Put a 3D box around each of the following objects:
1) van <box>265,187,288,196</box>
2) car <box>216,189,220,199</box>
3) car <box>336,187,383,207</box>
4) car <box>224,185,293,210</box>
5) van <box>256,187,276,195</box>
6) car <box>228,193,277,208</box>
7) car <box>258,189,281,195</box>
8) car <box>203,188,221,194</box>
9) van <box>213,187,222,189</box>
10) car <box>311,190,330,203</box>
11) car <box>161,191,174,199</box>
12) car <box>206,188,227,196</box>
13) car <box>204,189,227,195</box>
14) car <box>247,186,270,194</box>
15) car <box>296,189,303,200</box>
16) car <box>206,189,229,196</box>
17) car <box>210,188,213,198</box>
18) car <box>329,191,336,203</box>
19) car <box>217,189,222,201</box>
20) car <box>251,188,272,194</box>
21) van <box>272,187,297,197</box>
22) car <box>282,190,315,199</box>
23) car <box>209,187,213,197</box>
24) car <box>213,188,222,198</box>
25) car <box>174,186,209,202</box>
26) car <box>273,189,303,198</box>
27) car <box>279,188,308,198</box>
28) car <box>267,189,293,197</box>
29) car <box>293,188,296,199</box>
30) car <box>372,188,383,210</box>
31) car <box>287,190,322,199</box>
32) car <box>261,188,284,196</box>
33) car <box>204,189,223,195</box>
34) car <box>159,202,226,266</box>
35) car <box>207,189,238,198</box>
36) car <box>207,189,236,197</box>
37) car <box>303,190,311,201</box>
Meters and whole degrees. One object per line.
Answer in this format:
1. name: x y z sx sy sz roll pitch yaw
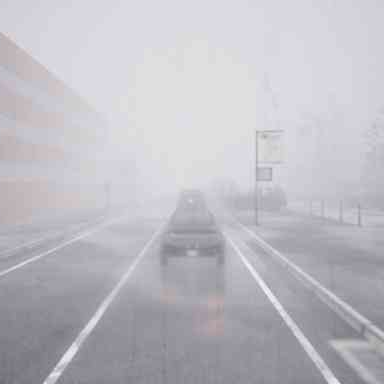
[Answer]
1. van: 18.156 -0.131 71.308 4.442 1.987 1.878 0 1 -1
2. car: 5.938 0.625 45.598 4.674 1.452 2.002 0 1 -1
3. car: 18.680 0.534 34.733 5.566 2.045 2.435 0 1 -1
4. car: 6.164 0.593 31.468 5.566 2.045 2.435 0 1 -1
5. van: 17.767 -0.292 79.772 4.442 1.987 1.878 0 1 -1
6. car: 6.139 0.834 34.298 4.674 1.452 2.002 0 1 -1
7. car: 17.968 0.017 76.954 4.792 1.488 2.163 0 1 -1
8. car: 5.164 -0.259 87.990 4.674 1.452 2.002 0 2 -1
9. van: 5.949 0.252 51.245 4.442 1.987 1.878 0 1 -1
10. car: 18.548 0.633 43.082 4.892 1.521 2.231 0 1 -1
11. car: -3.664 0.570 51.385 1.994 1.385 4.181 0 0 0
12. car: 5.451 -0.079 73.843 4.553 1.767 2.185 0 1 -1
13. car: 5.363 -0.007 76.670 5.008 1.535 2.097 0 1 -1
14. car: 17.704 -0.561 88.379 5.566 2.045 2.435 0 2 -1
15. car: 18.444 0.525 48.728 5.008 1.535 2.097 0 1 -1
16. car: 5.474 0.141 71.021 4.674 1.452 2.002 0 1 -1
17. car: 5.778 0.464 54.073 4.674 1.452 2.002 0 1 -1
18. car: 18.665 0.738 37.438 4.892 1.521 2.231 0 1 -1
19. car: 5.984 0.679 42.773 4.674 1.452 2.002 0 1 -1
20. car: 17.778 -0.210 85.556 5.008 1.535 2.097 0 2 -1
21. van: 18.255 -0.024 65.659 4.442 1.987 1.878 0 1 -1
22. car: 18.286 0.361 57.320 5.008 1.535 2.097 0 1 -1
23. car: 5.914 0.367 56.900 5.366 1.575 1.946 0 1 -1
24. car: 5.854 0.561 48.422 4.792 1.488 2.163 0 1 -1
25. car: -0.048 0.744 27.183 2.150 2.045 5.566 0 1 0
26. car: 18.194 0.253 62.966 5.008 1.535 2.097 0 1 -1
27. car: 18.271 0.182 60.141 4.553 1.767 2.185 0 1 -1
28. car: 18.095 0.149 68.486 4.892 1.521 2.231 0 1 -1
29. car: 18.426 0.501 51.552 4.792 1.488 2.163 0 1 -1
30. car: 18.751 0.754 28.957 4.553 1.767 2.185 0 2 -1
31. car: 18.347 0.415 54.498 5.008 1.535 2.097 0 1 -1
32. car: 17.954 -0.087 74.253 4.553 1.767 2.185 0 1 -1
33. car: 5.268 -0.079 82.329 4.674 1.452 2.002 0 1 -1
34. car: 0.027 1.301 10.841 2.128 1.511 4.902 0 1 0
35. car: 5.492 0.313 59.718 5.366 1.575 1.946 0 1 -1
36. car: 5.760 0.205 65.374 5.366 1.575 1.946 0 1 -1
37. car: 18.495 0.578 45.905 5.008 1.535 2.097 0 1 -1
